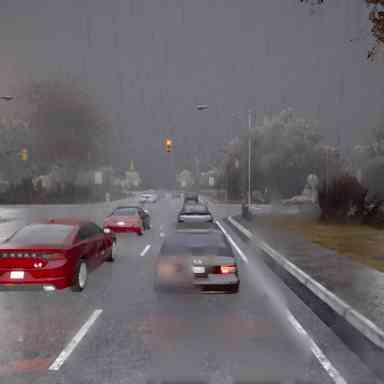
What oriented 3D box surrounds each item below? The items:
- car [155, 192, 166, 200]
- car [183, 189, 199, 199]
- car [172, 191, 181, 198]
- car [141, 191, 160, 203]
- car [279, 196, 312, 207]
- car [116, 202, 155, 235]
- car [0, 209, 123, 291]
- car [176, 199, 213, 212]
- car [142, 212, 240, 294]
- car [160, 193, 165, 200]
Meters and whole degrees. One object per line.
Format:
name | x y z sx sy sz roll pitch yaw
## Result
car | -7.114 0.872 75.739 2.128 1.511 4.902 0 1 -1
car | -0.058 0.778 56.548 2.150 2.045 5.566 0 1 2
car | -4.003 0.720 86.388 2.128 1.511 4.902 0 1 -4
car | -7.087 0.791 55.178 2.150 2.045 5.566 0 1 0
car | 13.695 1.200 43.116 4.674 1.442 1.812 0 1 -3
car | -3.397 1.458 17.923 1.994 1.385 4.181 0 0 0
car | -3.396 1.445 8.936 1.882 1.535 5.008 0 0 0
car | 0.131 1.380 18.556 2.128 1.511 4.902 0 0 -1
car | 0.101 1.516 8.863 2.033 1.411 5.357 0 0 0
car | -7.046 0.962 65.351 2.128 1.511 4.902 0 1 0
